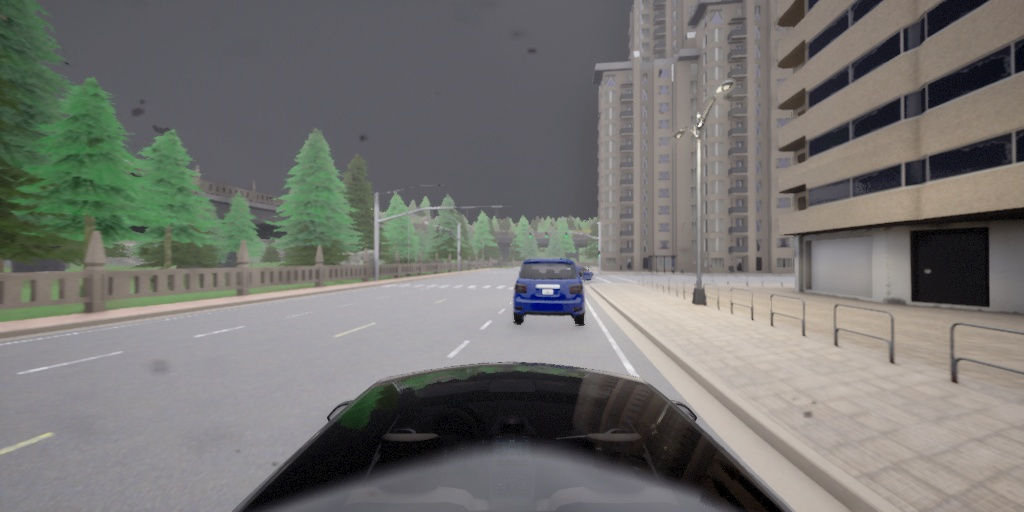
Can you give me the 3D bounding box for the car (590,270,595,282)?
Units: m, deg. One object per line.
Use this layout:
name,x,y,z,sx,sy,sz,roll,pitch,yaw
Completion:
car,6.013,1.660,32.766,1.882,1.535,5.008,-1,-2,32

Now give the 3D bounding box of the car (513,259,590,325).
car,1.328,1.113,12.631,2.150,2.045,5.566,0,0,7
